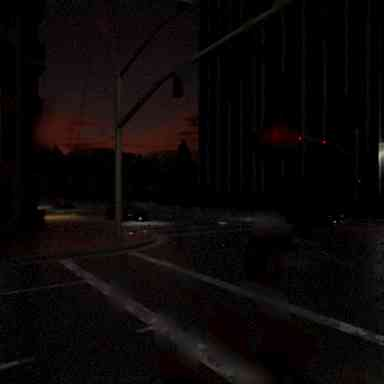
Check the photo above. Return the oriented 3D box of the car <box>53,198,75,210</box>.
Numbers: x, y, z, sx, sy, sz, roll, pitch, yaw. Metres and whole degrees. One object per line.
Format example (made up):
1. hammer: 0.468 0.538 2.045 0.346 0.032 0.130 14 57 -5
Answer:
1. car: -17.103 1.538 44.330 1.882 1.535 5.008 0 -1 -34

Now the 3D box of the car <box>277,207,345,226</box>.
1. car: 8.516 1.716 24.395 1.895 1.301 4.718 0 0 -33

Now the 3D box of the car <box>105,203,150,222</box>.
1. car: -5.401 1.607 27.205 2.033 1.411 5.357 0 0 -35
